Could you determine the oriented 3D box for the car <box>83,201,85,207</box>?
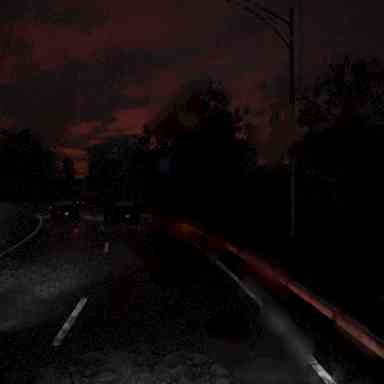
[{"bbox_3d":[-14.265,1.240,38.893,2.033,1.411,5.357,0,0,-39],"label":"car"}]

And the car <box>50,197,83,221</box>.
[{"bbox_3d":[-9.741,1.319,25.315,1.812,1.442,4.674,0,0,-26],"label":"car"}]

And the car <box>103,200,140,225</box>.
[{"bbox_3d":[-4.920,1.307,22.995,1.882,1.535,5.008,0,1,-22],"label":"car"}]
